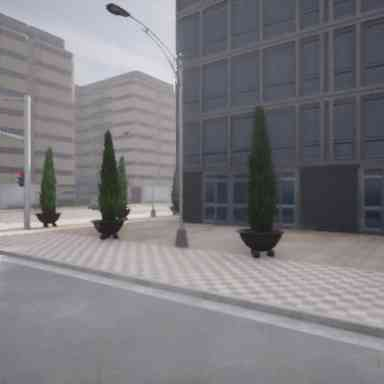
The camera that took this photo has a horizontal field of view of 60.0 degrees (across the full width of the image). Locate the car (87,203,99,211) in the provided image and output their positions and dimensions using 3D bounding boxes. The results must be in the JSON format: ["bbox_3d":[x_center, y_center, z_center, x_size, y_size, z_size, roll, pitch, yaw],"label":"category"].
[{"bbox_3d":[-10.896,1.696,42.986,2.033,1.411,5.357,0,0,35],"label":"car"}]
